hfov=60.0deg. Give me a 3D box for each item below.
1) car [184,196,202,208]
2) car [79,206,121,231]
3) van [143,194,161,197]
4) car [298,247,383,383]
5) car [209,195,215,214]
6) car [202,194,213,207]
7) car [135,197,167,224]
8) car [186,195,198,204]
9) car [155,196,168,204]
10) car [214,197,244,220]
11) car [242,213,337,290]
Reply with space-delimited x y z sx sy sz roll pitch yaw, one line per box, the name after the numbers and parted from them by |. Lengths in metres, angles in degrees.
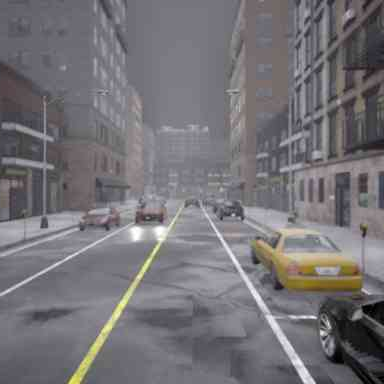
0.022 1.354 45.307 1.837 1.490 4.892 0 0 1 | car
-5.385 1.509 19.943 1.802 1.307 4.206 0 0 0 | car
-5.383 1.187 42.589 1.690 1.788 3.998 0 0 0 | van
2.638 1.555 2.956 1.947 1.339 4.313 0 0 0 | car
3.018 1.355 33.638 1.882 1.535 5.008 0 0 0 | car
2.643 1.392 48.251 1.947 1.339 4.313 0 0 0 | car
-2.847 1.390 23.904 1.882 1.535 5.008 0 0 0 | car
0.086 1.358 61.292 1.994 1.385 4.181 0 0 3 | car
-5.381 1.352 59.576 1.947 1.339 4.313 0 0 0 | car
3.023 1.407 26.638 1.837 1.490 4.892 0 0 0 | car
2.639 1.493 8.787 1.752 1.417 4.829 0 0 0 | car
